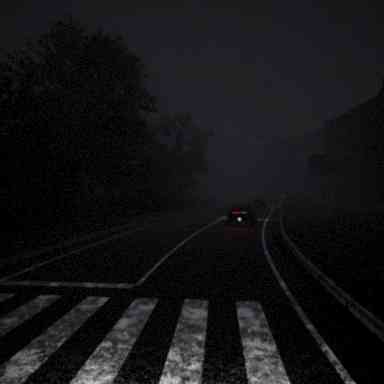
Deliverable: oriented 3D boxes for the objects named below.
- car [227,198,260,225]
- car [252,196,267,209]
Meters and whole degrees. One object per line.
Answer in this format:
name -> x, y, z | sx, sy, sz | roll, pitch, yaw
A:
car -> 3.636, 1.464, 23.692 | 1.837, 1.490, 4.892 | 1, 1, 14
car -> 8.194, 1.252, 41.281 | 1.882, 1.535, 5.008 | 1, 1, 13
